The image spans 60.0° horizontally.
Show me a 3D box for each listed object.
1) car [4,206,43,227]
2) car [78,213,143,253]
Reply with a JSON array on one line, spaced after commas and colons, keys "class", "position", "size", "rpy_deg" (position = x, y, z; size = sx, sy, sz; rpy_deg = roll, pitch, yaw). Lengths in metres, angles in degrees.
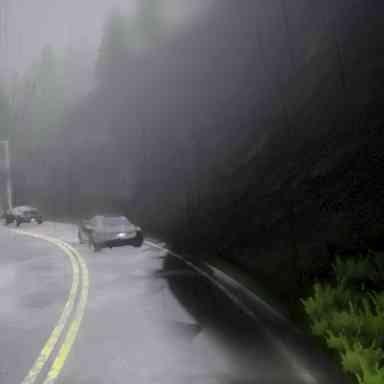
[{"class": "car", "position": [-13.386, 1.881, 26.318], "size": [1.837, 1.490, 4.892], "rpy_deg": [-4, 1, -42]}, {"class": "car", "position": [-3.648, 1.627, 14.409], "size": [1.994, 1.385, 4.181], "rpy_deg": [-3, 1, -29]}]
